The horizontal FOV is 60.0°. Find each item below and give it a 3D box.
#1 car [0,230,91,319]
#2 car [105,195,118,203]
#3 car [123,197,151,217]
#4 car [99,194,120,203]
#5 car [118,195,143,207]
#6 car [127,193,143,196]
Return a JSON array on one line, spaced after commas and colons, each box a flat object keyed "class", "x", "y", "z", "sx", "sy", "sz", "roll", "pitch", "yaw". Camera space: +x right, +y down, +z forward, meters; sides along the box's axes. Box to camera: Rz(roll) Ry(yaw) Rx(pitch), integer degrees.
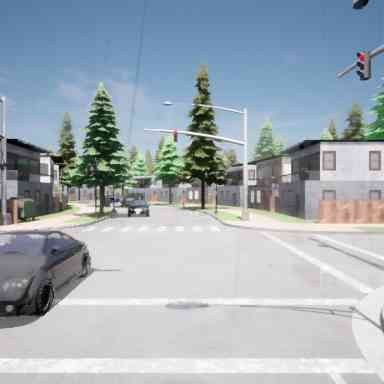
[{"class": "car", "x": -3.698, "y": 1.560, "z": 7.332, "sx": 1.994, "sy": 1.385, "sz": 4.181, "roll": 0, "pitch": 0, "yaw": -1}, {"class": "car", "x": -15.660, "y": 1.175, "z": 60.103, "sx": 1.895, "sy": 1.301, "sz": 4.718, "roll": 0, "pitch": 0, "yaw": -36}, {"class": "car", "x": -4.850, "y": 1.457, "z": 30.609, "sx": 2.128, "sy": 1.511, "sz": 4.902, "roll": 0, "pitch": 0, "yaw": -7}, {"class": "car", "x": -16.533, "y": 1.317, "z": 66.822, "sx": 2.097, "sy": 1.767, "sz": 4.553, "roll": 0, "pitch": 0, "yaw": -45}, {"class": "car", "x": -8.701, "y": 1.491, "z": 46.631, "sx": 1.812, "sy": 1.442, "sz": 4.674, "roll": 0, "pitch": 0, "yaw": -22}, {"class": "car", "x": -10.414, "y": 1.187, "z": 58.481, "sx": 2.150, "sy": 2.045, "sz": 5.566, "roll": 0, "pitch": 0, "yaw": -36}]
